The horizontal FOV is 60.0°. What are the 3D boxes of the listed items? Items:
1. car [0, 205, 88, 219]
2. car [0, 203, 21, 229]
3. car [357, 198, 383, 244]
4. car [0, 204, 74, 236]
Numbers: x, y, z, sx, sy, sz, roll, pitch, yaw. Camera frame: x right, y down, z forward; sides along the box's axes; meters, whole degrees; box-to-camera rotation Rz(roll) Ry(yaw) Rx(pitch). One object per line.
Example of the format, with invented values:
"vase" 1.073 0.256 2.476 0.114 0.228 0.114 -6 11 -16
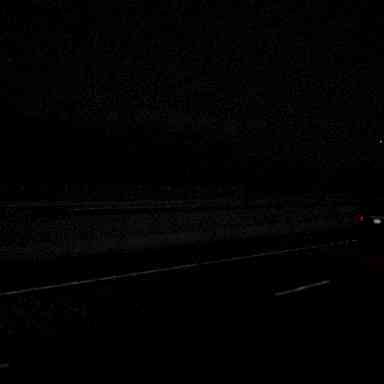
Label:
"car" -7.404 1.520 15.903 4.892 1.490 1.837 0 0 -35
"car" -13.329 1.496 20.278 4.902 1.511 2.128 0 0 -35
"car" 9.733 1.294 15.110 5.566 2.045 2.150 0 0 -35
"car" -9.433 1.521 18.755 4.892 1.490 1.837 0 0 -35
